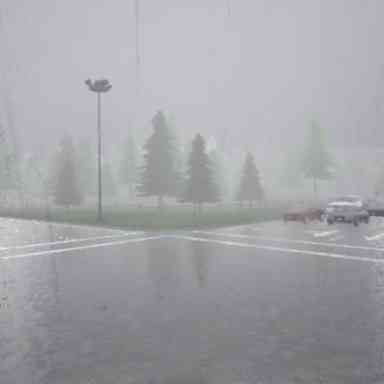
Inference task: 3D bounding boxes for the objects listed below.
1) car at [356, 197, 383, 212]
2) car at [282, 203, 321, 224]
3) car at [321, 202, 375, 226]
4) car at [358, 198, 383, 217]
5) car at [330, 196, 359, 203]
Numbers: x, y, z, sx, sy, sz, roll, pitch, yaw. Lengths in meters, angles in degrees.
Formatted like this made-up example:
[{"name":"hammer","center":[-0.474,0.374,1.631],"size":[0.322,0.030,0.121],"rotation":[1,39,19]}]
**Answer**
[{"name":"car","center":[22.252,1.515,41.403],"size":[2.097,1.767,4.553],"rotation":[-1,-1,42]},{"name":"car","center":[9.025,1.658,26.756],"size":[1.882,1.535,5.008],"rotation":[-1,-1,42]},{"name":"car","center":[11.414,1.682,24.219],"size":[1.994,1.385,4.181],"rotation":[-1,-1,43]},{"name":"car","center":[17.396,1.587,30.811],"size":[1.882,1.535,5.008],"rotation":[-1,-1,42]},{"name":"car","center":[15.687,1.393,34.138],"size":[2.150,2.045,5.566],"rotation":[-1,-1,42]}]
